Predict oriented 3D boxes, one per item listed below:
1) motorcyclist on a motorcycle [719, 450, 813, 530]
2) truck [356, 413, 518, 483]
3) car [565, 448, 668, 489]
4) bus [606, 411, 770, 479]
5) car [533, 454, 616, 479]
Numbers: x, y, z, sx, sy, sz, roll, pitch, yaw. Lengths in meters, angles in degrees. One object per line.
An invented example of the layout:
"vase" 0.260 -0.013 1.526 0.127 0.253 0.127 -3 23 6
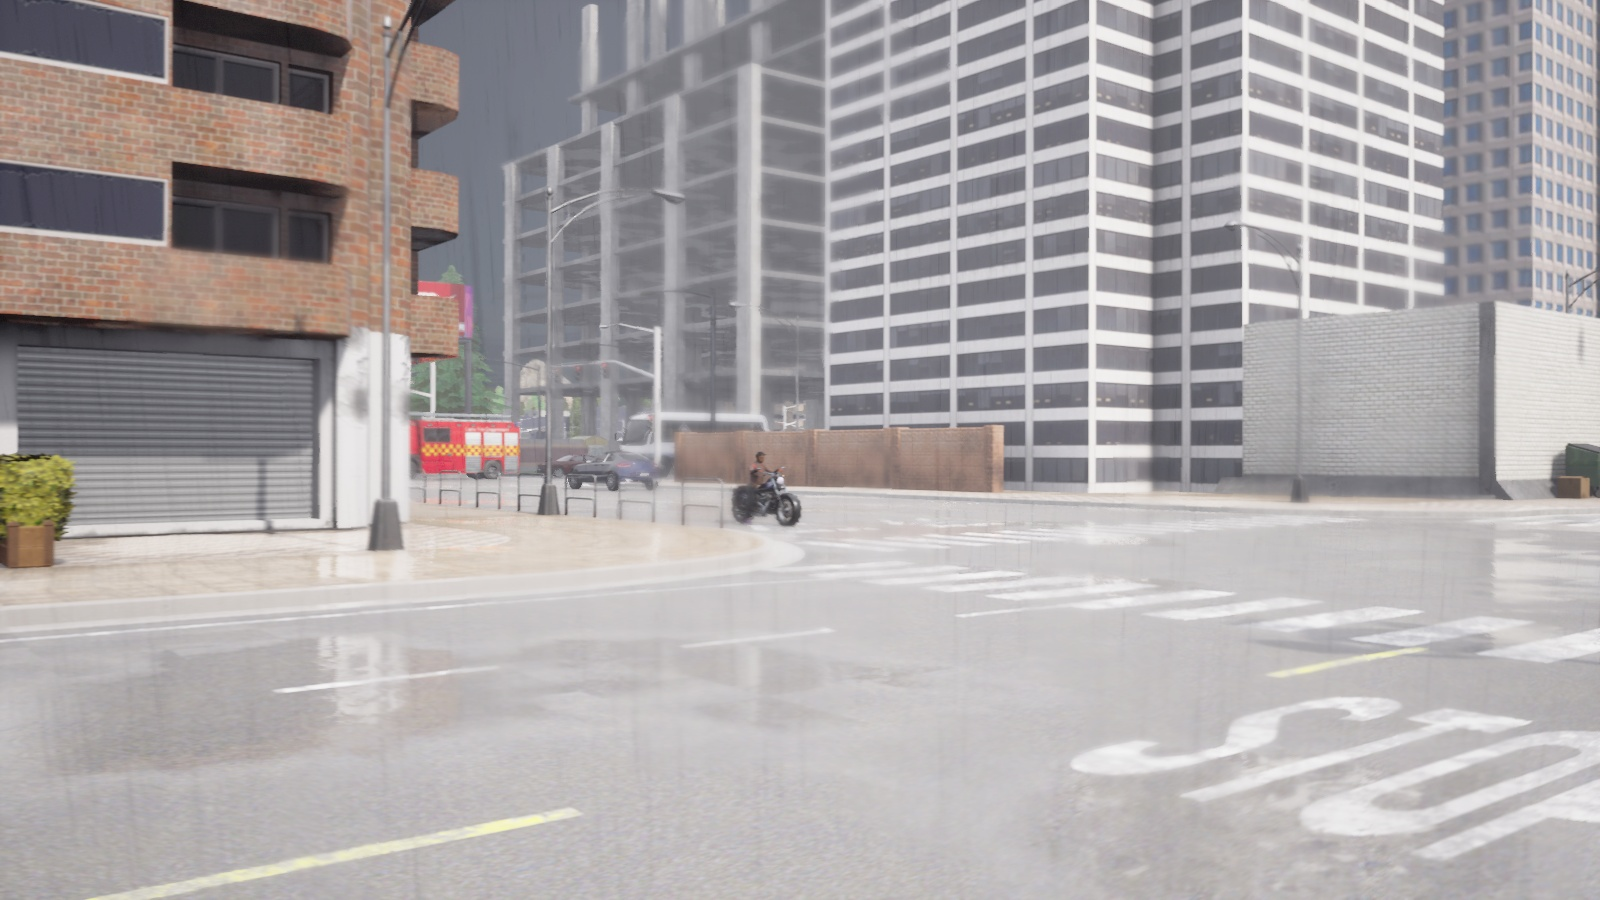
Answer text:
"motorcyclist on a motorcycle" -0.758 0.834 27.079 0.766 1.649 2.350 0 0 -38
"truck" -20.830 -0.094 72.393 8.468 3.827 2.891 0 0 -37
"car" -7.852 0.760 53.374 2.152 1.651 5.027 0 0 -38
"bus" -7.290 -0.308 82.772 10.273 4.253 3.944 0 0 -37
"car" -14.598 1.061 81.574 5.008 1.535 1.882 0 0 -37
